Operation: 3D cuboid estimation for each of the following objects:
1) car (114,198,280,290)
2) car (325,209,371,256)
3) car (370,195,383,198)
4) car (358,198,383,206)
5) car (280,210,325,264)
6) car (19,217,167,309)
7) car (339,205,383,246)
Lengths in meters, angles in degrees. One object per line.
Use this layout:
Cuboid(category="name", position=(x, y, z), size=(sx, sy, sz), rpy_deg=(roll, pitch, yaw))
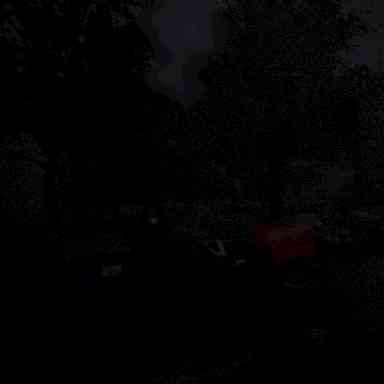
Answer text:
Cuboid(category="car", position=(-0.526, 1.224, 9.648), size=(2.435, 2.045, 5.566), rpy_deg=(0, 0, -35))
Cuboid(category="car", position=(3.991, 1.506, 12.906), size=(2.002, 1.452, 4.674), rpy_deg=(0, 0, -35))
Cuboid(category="car", position=(13.080, 1.193, 19.348), size=(2.435, 2.045, 5.566), rpy_deg=(0, 0, -36))
Cuboid(category="car", position=(8.545, 1.331, 16.110), size=(2.185, 1.767, 4.553), rpy_deg=(0, 0, -35))
Cuboid(category="car", position=(1.742, 1.345, 11.262), size=(2.185, 1.767, 4.553), rpy_deg=(0, 0, -35))
Cuboid(category="car", position=(-2.829, 1.508, 8.076), size=(2.163, 1.488, 4.792), rpy_deg=(0, 0, -35))
Cuboid(category="car", position=(6.263, 1.462, 14.516), size=(2.097, 1.535, 5.008), rpy_deg=(0, 0, -35))
